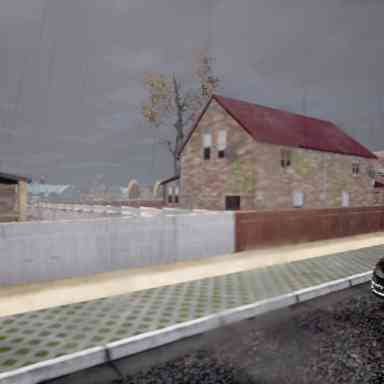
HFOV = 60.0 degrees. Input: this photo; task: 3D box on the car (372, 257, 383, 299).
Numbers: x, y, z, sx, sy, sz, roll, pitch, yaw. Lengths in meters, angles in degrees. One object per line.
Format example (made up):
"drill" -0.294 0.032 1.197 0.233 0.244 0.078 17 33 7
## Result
"car" 5.792 1.496 7.201 4.892 1.490 1.837 0 0 -35
